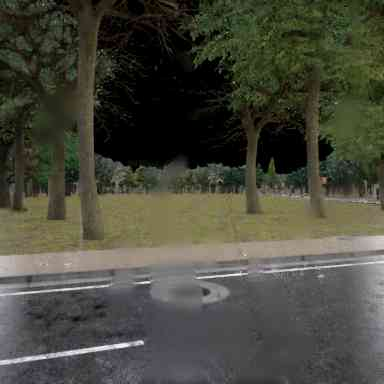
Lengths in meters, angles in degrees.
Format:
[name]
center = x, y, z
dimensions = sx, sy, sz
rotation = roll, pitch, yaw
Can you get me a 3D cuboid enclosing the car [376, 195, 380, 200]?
[car]
center = 45.433, 1.252, 79.951
dimensions = 1.994, 1.385, 4.181
rotation = 0, 0, 5
